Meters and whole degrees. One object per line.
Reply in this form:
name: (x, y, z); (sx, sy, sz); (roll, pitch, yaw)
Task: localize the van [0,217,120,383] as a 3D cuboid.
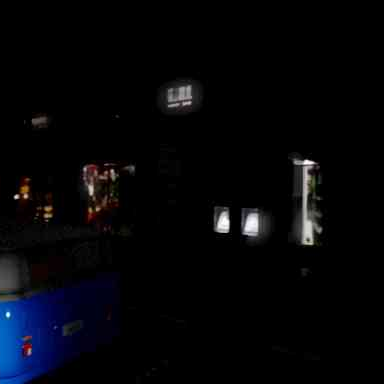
van: (-2.883, 1.297, 4.839); (3.998, 1.788, 1.690); (0, 1, 34)
